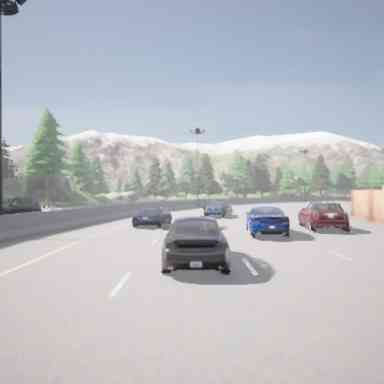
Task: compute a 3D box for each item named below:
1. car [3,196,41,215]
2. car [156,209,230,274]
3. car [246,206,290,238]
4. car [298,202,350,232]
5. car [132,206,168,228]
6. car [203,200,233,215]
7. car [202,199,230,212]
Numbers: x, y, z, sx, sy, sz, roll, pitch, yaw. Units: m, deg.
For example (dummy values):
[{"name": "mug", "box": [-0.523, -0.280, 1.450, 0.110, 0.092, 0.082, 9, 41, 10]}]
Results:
[{"name": "car", "box": [-13.201, 1.304, 23.972, 2.150, 2.045, 5.566, 0, 0, 8]}, {"name": "car", "box": [0.108, 1.523, 10.562, 1.837, 1.490, 4.892, 0, 0, 0]}, {"name": "car", "box": [4.009, 1.495, 18.005, 1.882, 1.535, 5.008, -1, 0, 6]}, {"name": "car", "box": [7.834, 1.360, 20.152, 2.097, 1.767, 4.553, 0, 0, 8]}, {"name": "car", "box": [-2.622, 1.610, 22.709, 1.994, 1.385, 4.181, 0, 0, 8]}, {"name": "car", "box": [2.572, 1.591, 31.129, 2.033, 1.411, 5.357, 0, 0, 17]}, {"name": "car", "box": [3.019, 1.623, 41.414, 1.994, 1.385, 4.181, 0, 0, 26]}]
